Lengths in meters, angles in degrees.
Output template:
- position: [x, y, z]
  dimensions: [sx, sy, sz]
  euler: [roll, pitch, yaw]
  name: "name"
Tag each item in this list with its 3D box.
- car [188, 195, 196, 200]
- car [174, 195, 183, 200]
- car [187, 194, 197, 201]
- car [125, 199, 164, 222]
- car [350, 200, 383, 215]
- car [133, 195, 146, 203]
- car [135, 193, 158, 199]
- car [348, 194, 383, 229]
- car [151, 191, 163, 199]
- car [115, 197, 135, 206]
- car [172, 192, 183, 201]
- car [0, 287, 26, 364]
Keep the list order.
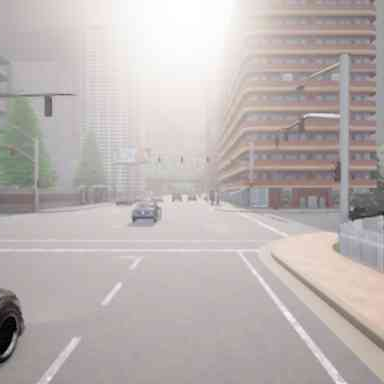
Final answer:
- position: [-0.008, 1.390, 86.046]
  dimensions: [1.994, 1.385, 4.181]
  euler: [0, 0, 0]
  name: "car"
- position: [-3.508, 1.390, 86.045]
  dimensions: [1.994, 1.385, 4.181]
  euler: [0, 0, 0]
  name: "car"
- position: [-0.007, 1.220, 77.576]
  dimensions: [2.097, 1.767, 4.553]
  euler: [0, 0, 0]
  name: "car"
- position: [-3.410, 1.490, 25.670]
  dimensions: [2.033, 1.411, 5.357]
  euler: [0, 0, 0]
  name: "car"
- position: [18.225, 1.489, 33.035]
  dimensions: [4.718, 1.301, 1.895]
  euler: [0, 0, -23]
  name: "car"
- position: [-10.509, 1.366, 66.946]
  dimensions: [1.882, 1.535, 5.008]
  euler: [0, 1, 0]
  name: "car"
- position: [-7.067, 1.404, 52.503]
  dimensions: [2.128, 1.511, 4.902]
  euler: [0, 0, 0]
  name: "car"
- position: [12.407, 1.132, 20.675]
  dimensions: [5.566, 2.045, 2.150]
  euler: [0, 0, -8]
  name: "car"
- position: [-7.010, 1.241, 67.916]
  dimensions: [2.097, 1.767, 4.553]
  euler: [0, 0, 0]
  name: "car"
- position: [-10.571, 1.514, 51.685]
  dimensions: [1.895, 1.301, 4.718]
  euler: [0, 0, 0]
  name: "car"
- position: [-3.507, 1.091, 76.794]
  dimensions: [2.150, 2.045, 5.566]
  euler: [0, 0, 0]
  name: "car"
- position: [-3.436, 1.559, 3.168]
  dimensions: [1.994, 1.385, 4.181]
  euler: [0, 0, 1]
  name: "car"
